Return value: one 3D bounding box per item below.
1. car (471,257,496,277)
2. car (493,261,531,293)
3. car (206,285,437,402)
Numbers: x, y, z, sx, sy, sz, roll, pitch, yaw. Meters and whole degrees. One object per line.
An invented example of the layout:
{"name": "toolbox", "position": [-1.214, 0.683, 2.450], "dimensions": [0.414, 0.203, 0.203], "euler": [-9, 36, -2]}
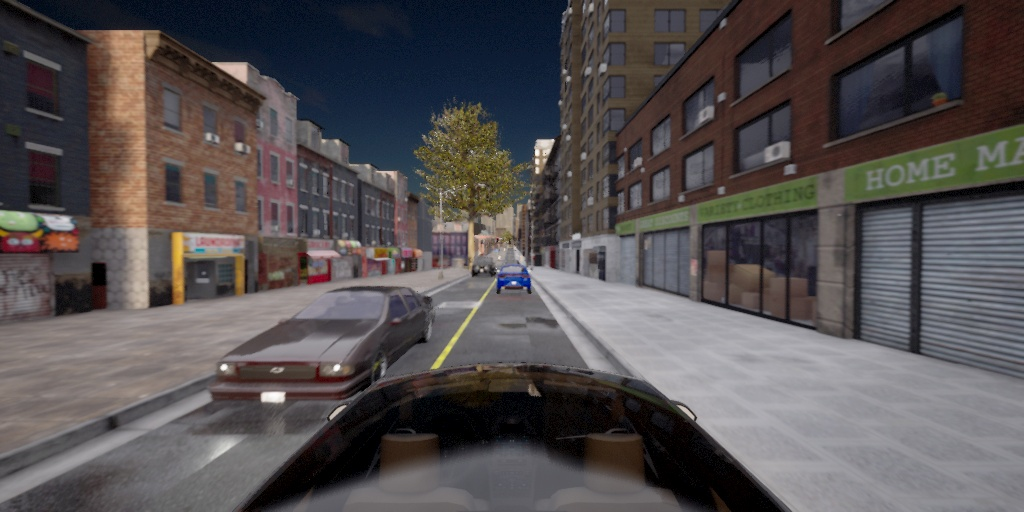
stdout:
{"name": "car", "position": [-2.832, 1.064, 36.530], "dimensions": [2.150, 2.045, 5.566], "euler": [0, -1, 0]}
{"name": "car", "position": [0.105, 1.234, 21.001], "dimensions": [1.882, 1.535, 5.008], "euler": [0, 0, 0]}
{"name": "car", "position": [-2.826, 1.295, 6.940], "dimensions": [2.033, 1.411, 5.357], "euler": [0, 0, 1]}
